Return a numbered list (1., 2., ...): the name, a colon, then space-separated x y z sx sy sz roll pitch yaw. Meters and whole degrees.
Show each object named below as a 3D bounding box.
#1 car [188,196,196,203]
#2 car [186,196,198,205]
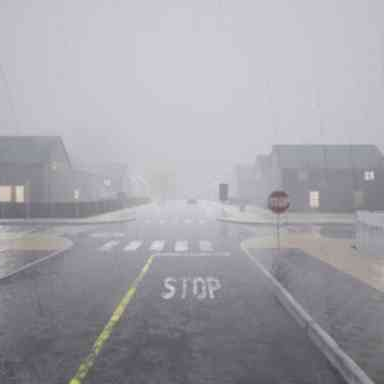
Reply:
1. car: 0.000 1.665 74.191 1.882 1.535 5.008 0 0 0
2. car: 0.000 1.759 63.770 2.128 1.511 4.902 0 0 0
